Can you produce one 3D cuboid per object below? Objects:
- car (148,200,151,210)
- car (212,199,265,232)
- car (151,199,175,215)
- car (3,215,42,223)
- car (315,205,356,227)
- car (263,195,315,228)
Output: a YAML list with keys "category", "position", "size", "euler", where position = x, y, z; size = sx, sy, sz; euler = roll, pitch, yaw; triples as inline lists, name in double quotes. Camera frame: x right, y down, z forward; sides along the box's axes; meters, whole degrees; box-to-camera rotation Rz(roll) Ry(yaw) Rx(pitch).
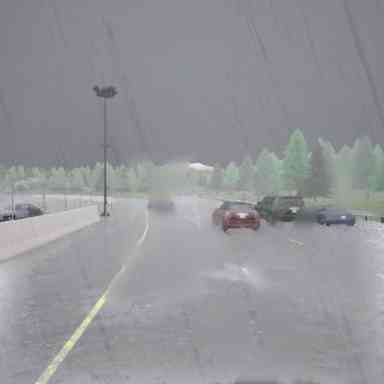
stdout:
- category: "car"
  position: [-4.726, 1.601, 43.822]
  size: [1.895, 1.301, 4.718]
  euler: [0, 0, -13]
- category: "car"
  position: [2.533, 1.351, 20.070]
  size: [2.097, 1.767, 4.553]
  euler: [0, 0, -5]
- category: "car"
  position: [-2.939, 1.478, 34.582]
  size: [1.882, 1.535, 5.008]
  euler: [0, 0, -10]
- category: "car"
  position: [-12.105, 1.564, 23.627]
  size: [1.994, 1.385, 4.181]
  euler: [0, 0, -7]
- category: "car"
  position: [9.284, 1.564, 22.849]
  size: [1.994, 1.385, 4.181]
  euler: [0, 0, -6]
- category: "car"
  position: [5.823, 1.224, 22.525]
  size: [2.150, 2.045, 5.566]
  euler: [0, 0, -6]
